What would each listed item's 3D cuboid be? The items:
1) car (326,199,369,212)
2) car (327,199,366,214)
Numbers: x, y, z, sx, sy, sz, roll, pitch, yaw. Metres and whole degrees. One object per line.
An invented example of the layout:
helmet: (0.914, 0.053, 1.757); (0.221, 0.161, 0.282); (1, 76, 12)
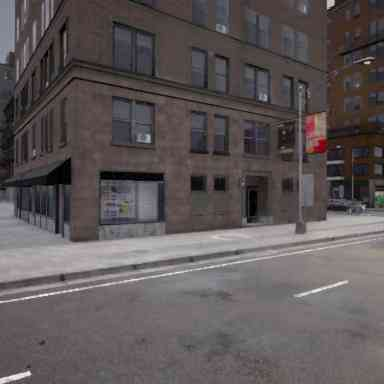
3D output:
car: (18.713, 1.580, 40.134); (1.947, 1.339, 4.313); (0, 0, -35)
car: (15.641, 1.485, 34.974); (2.128, 1.511, 4.902); (0, 0, -35)
